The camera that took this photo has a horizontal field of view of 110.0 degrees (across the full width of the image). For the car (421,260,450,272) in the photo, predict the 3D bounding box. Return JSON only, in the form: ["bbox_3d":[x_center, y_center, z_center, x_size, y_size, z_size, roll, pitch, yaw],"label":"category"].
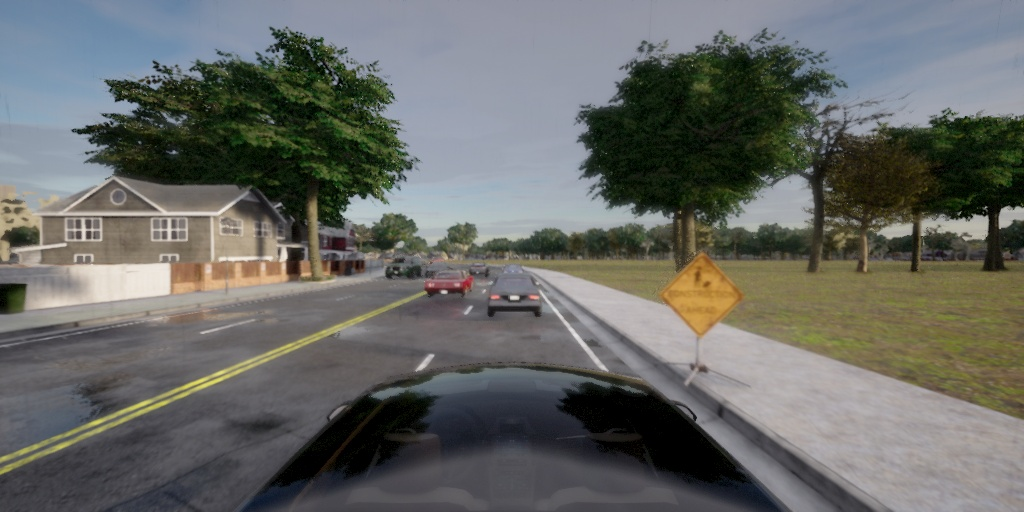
[{"bbox_3d":[-6.663,1.345,32.946,1.837,1.490,4.892,0,0,-1],"label":"car"}]

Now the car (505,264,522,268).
[{"bbox_3d":[0.095,1.383,31.171,2.033,1.411,5.357,0,0,0],"label":"car"}]

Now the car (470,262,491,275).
[{"bbox_3d":[-3.203,1.339,35.834,2.128,1.511,4.902,0,0,-1],"label":"car"}]

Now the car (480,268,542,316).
[{"bbox_3d":[0.087,1.333,13.460,2.033,1.411,5.357,0,0,0],"label":"car"}]

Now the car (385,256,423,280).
[{"bbox_3d":[-9.884,1.063,33.281,2.150,2.045,5.566,0,0,-1],"label":"car"}]

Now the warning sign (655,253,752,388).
[{"bbox_3d":[2.850,0.877,5.474,1.300,1.860,1.060,0,0,0],"label":"warning sign"}]

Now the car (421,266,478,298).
[{"bbox_3d":[-3.152,1.402,18.994,1.895,1.301,4.718,0,0,0],"label":"car"}]
